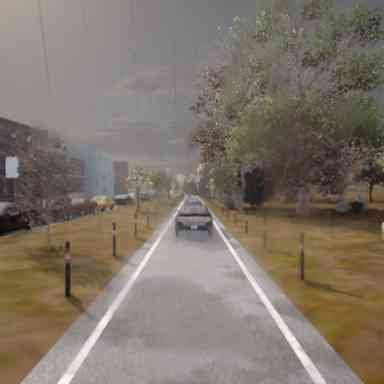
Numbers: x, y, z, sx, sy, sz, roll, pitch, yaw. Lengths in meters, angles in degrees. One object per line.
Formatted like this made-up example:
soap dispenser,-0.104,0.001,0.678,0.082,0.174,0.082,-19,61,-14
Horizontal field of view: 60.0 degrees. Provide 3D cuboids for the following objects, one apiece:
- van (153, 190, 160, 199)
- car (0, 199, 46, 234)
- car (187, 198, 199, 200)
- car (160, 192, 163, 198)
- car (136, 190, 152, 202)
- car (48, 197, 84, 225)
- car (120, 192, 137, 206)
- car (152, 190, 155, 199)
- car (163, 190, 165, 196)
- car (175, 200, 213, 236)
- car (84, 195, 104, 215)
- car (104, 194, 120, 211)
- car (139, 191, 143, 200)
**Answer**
van,-9.065,0.577,76.283,1.878,1.987,4.442,0,1,2
car,-8.992,1.208,15.406,2.097,1.535,5.008,0,0,2
car,0.102,1.320,33.730,1.994,1.385,4.181,0,1,0
car,-9.066,0.746,81.969,2.231,1.521,4.892,0,-1,-2
car,-9.040,0.672,58.567,2.435,2.045,5.566,0,0,1
car,-8.998,1.188,20.947,2.231,1.521,4.892,0,1,2
car,-9.023,1.010,43.137,2.097,1.535,5.008,0,0,2
car,-9.048,0.908,65.313,2.002,1.452,4.674,0,0,0
car,-9.071,0.743,87.480,2.163,1.488,4.792,0,-1,-2
car,0.101,1.389,17.680,2.128,1.511,4.902,0,0,0
car,-9.004,1.146,26.503,2.097,1.535,5.008,0,0,2
car,-9.019,1.083,32.884,1.946,1.575,5.366,0,0,2
car,-9.030,0.959,48.684,2.097,1.535,5.008,0,0,2
